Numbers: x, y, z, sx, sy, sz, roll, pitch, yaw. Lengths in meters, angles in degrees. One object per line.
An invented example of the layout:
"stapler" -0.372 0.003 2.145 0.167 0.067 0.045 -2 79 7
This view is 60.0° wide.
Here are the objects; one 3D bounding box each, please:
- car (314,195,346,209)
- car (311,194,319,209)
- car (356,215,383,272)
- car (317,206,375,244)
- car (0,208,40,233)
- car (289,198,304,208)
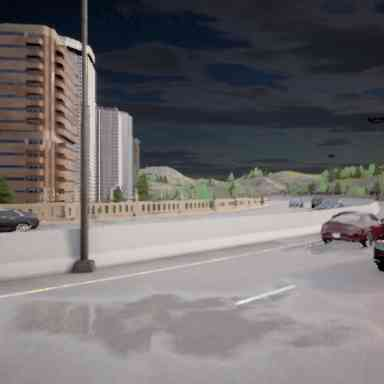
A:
"car" 14.556 1.462 34.578 2.097 1.767 4.553 0 0 34
"car" 18.825 1.383 48.623 2.150 2.045 5.566 0 -1 26
"car" 7.044 1.514 9.795 4.902 1.511 2.128 0 0 -42
"car" 7.442 1.571 14.955 4.674 1.442 1.812 0 0 -44
"car" -10.844 1.627 17.895 4.892 1.490 1.837 0 0 -37
"car" 15.953 1.709 50.683 1.812 1.442 4.674 0 0 25
